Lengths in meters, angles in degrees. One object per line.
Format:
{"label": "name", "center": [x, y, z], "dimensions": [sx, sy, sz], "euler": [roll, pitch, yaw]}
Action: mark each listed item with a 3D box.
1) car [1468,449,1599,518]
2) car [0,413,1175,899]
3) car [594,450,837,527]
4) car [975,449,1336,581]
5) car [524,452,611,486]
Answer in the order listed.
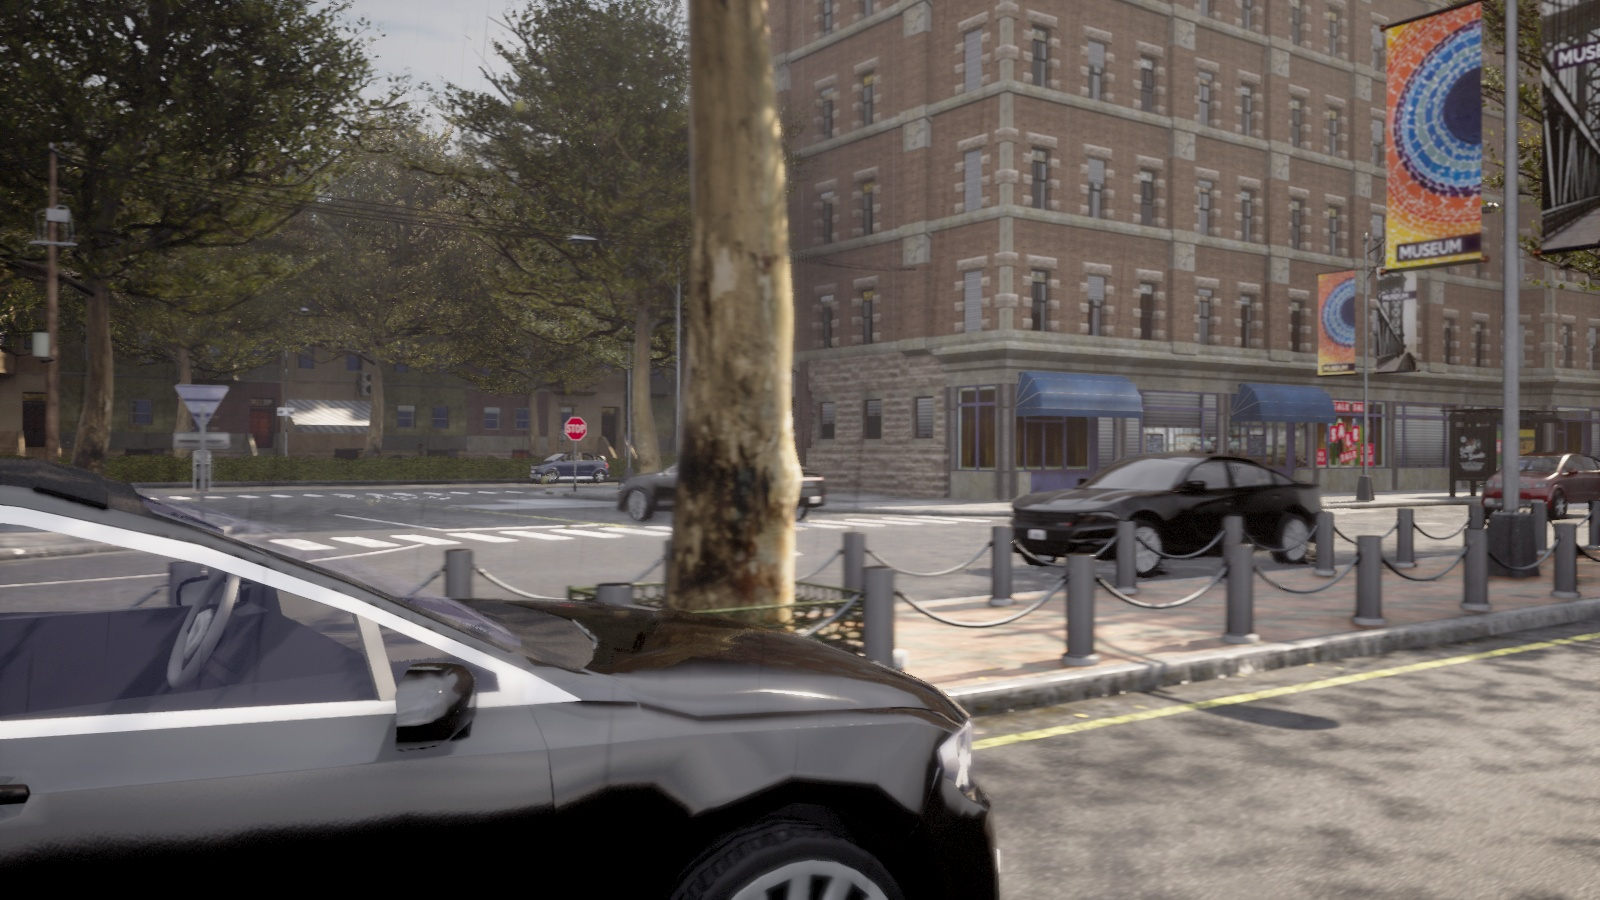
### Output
{"label": "car", "center": [17.886, 0.760, 30.108], "dimensions": [3.705, 1.549, 1.789], "euler": [0, 0, -35]}
{"label": "car", "center": [-1.729, 0.711, 2.456], "dimensions": [4.902, 1.511, 2.128], "euler": [0, 0, -35]}
{"label": "car", "center": [-1.850, 0.771, 26.884], "dimensions": [4.902, 1.511, 2.128], "euler": [0, 0, 33]}
{"label": "car", "center": [4.836, 0.753, 16.767], "dimensions": [5.008, 1.535, 1.882], "euler": [0, 0, -35]}
{"label": "car", "center": [-11.190, 0.895, 60.445], "dimensions": [3.705, 1.549, 1.789], "euler": [0, 0, -35]}
